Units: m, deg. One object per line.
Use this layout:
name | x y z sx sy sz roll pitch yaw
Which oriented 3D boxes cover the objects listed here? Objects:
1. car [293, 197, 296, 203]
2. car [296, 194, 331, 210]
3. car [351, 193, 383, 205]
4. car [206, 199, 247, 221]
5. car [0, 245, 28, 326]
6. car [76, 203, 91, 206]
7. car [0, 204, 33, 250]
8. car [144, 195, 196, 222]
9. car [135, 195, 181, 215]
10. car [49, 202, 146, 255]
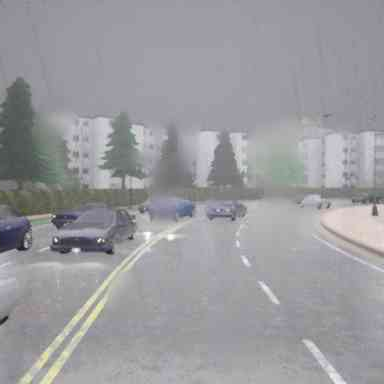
car | 14.449 0.918 40.797 5.357 1.411 2.033 -1 1 -43
car | 12.530 1.006 33.687 1.812 1.442 4.674 1 1 39
car | 22.324 0.837 42.320 4.902 1.511 2.128 0 1 -31
car | 2.555 1.186 23.454 2.033 1.411 5.357 0 1 20
car | -3.561 1.556 2.854 1.895 1.301 4.718 0 1 0
car | -5.935 1.309 19.069 1.895 1.301 4.718 0 1 12
car | -6.857 1.198 10.061 2.097 1.767 4.553 0 1 3
car | -1.250 1.124 23.064 1.882 1.535 5.008 0 1 19
car | -2.817 1.064 28.779 1.837 1.490 4.892 0 1 24
car | -3.409 1.351 12.789 2.033 1.411 5.357 0 1 3
